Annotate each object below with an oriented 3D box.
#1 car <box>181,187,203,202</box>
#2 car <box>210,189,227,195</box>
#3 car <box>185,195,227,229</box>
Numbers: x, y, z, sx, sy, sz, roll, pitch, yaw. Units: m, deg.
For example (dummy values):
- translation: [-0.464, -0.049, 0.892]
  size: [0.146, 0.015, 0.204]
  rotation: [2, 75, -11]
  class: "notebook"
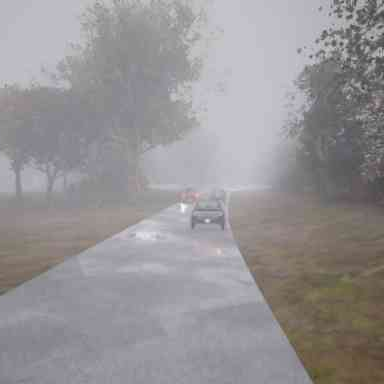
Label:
- translation: [0.058, 0.202, 37.932]
  size: [2.097, 1.767, 4.553]
  rotation: [2, 3, 7]
  class: "car"
- translation: [3.032, 0.353, 38.822]
  size: [2.033, 1.411, 5.357]
  rotation: [0, 3, 7]
  class: "car"
- translation: [0.970, 1.174, 19.297]
  size: [2.128, 1.511, 4.902]
  rotation: [0, 2, 4]
  class: "car"
